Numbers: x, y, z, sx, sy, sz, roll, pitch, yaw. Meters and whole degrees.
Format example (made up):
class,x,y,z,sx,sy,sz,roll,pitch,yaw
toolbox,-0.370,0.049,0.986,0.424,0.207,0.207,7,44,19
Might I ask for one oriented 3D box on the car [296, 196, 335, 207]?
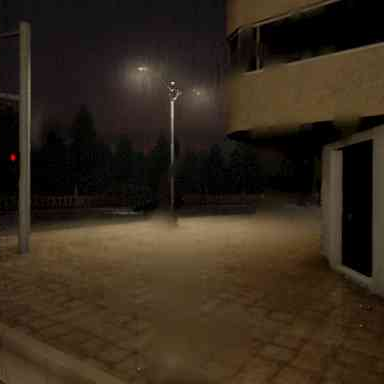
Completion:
class,x,y,z,sx,sy,sz,roll,pitch,yaw
car,17.522,1.388,47.383,4.892,1.490,1.837,1,0,-6

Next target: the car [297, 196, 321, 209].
class,x,y,z,sx,sy,sz,roll,pitch,yaw
car,16.765,1.361,43.733,5.008,1.535,1.882,1,0,-7

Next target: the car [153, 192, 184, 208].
class,x,y,z,sx,sy,sz,roll,pitch,yaw
car,-3.604,1.030,39.486,5.566,2.045,2.150,0,0,-34

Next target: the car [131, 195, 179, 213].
class,x,y,z,sx,sy,sz,roll,pitch,yaw
car,-4.088,1.347,34.675,4.674,1.442,1.812,0,0,-38
